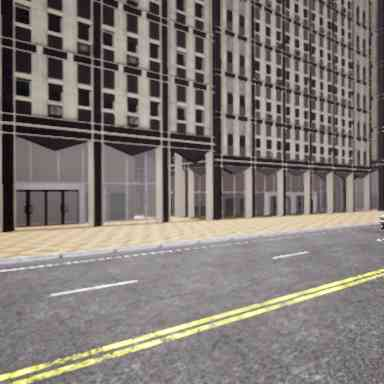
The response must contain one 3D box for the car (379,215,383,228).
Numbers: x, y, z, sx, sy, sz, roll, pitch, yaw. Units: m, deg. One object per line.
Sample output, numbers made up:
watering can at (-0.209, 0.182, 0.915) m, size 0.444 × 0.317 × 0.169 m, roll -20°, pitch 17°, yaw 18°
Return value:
car at (14.436, 1.743, 22.152) m, size 4.718 × 1.301 × 1.895 m, roll 0°, pitch 0°, yaw -36°
